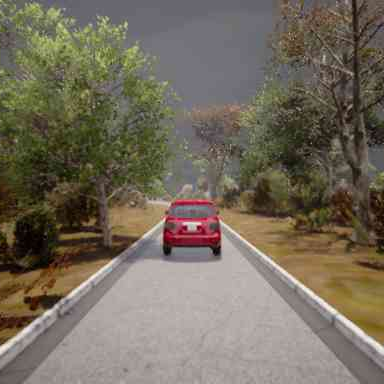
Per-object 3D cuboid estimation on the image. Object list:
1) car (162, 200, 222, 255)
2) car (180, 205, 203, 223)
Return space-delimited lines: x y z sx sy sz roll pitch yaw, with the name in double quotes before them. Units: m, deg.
"car" -0.001 1.351 14.024 2.150 2.045 5.566 0 0 0
"car" -0.068 1.879 29.129 1.895 1.301 4.718 0 -1 0
